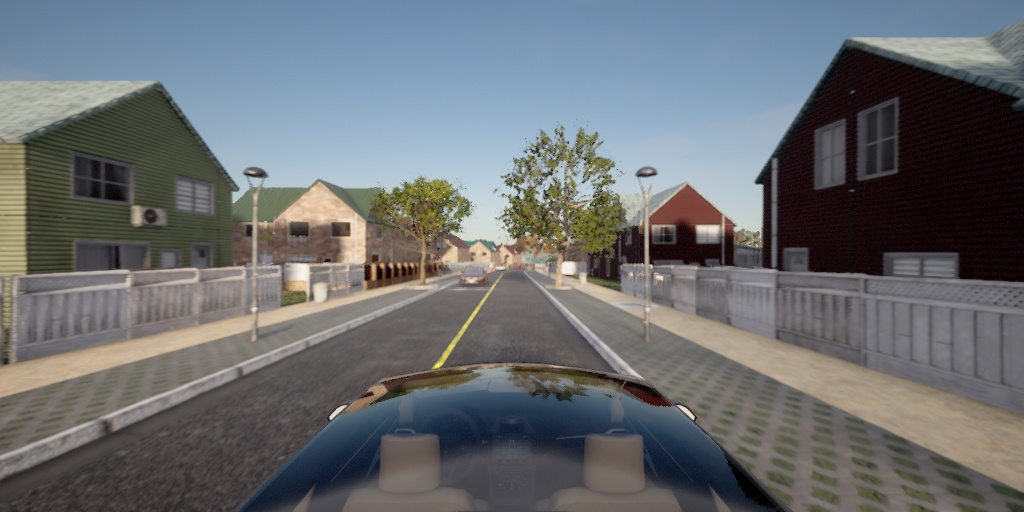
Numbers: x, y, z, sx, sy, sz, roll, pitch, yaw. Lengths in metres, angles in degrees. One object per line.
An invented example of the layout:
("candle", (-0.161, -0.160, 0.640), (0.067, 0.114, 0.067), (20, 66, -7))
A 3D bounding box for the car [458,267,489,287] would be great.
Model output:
("car", (-2.829, 1.536, 27.341), (1.812, 1.442, 4.674), (0, -1, 0))

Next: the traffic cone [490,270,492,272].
("traffic cone", (-3.789, 2.405, 57.579), (0.340, 0.580, 0.340), (0, 0, 1))

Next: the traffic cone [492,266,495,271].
("traffic cone", (-3.647, 2.489, 62.626), (0.340, 0.580, 0.340), (0, 0, 2))
